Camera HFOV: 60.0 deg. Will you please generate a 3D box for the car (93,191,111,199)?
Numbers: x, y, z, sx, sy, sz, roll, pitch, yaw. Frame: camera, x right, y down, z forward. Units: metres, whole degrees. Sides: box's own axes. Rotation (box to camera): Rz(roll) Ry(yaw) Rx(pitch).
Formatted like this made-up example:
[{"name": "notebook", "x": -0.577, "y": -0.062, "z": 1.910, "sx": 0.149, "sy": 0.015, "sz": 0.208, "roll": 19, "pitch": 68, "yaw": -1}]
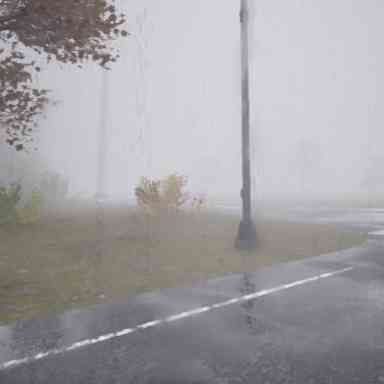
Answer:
[{"name": "car", "x": -16.234, "y": 0.530, "z": 59.397, "sx": 1.812, "sy": 1.442, "sz": 4.674, "roll": -2, "pitch": 2, "yaw": -35}]
